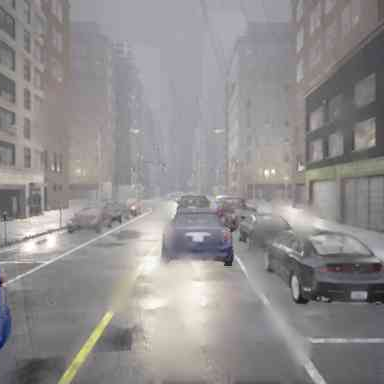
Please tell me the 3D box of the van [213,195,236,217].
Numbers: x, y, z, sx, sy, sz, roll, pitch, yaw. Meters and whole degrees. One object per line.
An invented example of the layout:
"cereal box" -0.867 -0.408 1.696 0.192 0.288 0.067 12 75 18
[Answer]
"van" 2.870 1.236 29.968 1.690 1.788 3.998 0 0 0

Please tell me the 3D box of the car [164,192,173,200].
"car" -6.166 1.179 84.991 1.967 1.590 4.097 0 0 -1

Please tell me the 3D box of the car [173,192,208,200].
"car" 0.107 1.145 22.121 2.150 2.045 5.566 0 0 0

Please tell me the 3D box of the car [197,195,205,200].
"car" 2.358 1.320 85.166 1.802 1.307 4.206 0 0 -1

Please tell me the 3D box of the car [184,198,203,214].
"car" 0.109 1.406 34.134 1.812 1.442 4.674 0 0 -1

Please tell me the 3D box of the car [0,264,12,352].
"car" -3.101 1.216 1.471 2.150 2.045 5.566 0 0 0

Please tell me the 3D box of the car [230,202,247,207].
"car" 2.866 1.499 18.922 1.947 1.339 4.313 0 0 0

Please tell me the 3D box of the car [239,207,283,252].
"car" 2.864 1.503 13.398 2.008 1.369 4.403 0 0 0

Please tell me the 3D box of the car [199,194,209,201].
"car" 2.601 1.206 73.859 1.967 1.590 4.097 0 0 -1

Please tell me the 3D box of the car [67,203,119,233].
"car" -5.660 1.515 18.917 1.802 1.307 4.206 0 0 0

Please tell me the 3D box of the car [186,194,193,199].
"car" -0.702 1.246 94.524 1.994 1.385 4.181 0 0 -1

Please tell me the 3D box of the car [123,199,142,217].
"car" -5.656 1.334 29.967 1.967 1.590 4.097 0 0 0

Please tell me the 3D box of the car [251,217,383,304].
"car" 2.862 1.523 7.875 2.008 1.369 4.403 0 0 0

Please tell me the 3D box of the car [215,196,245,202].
"car" 2.868 1.229 24.445 2.192 1.841 5.009 0 0 0

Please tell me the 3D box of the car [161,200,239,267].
"car" 0.119 1.313 11.418 2.097 1.767 4.553 0 0 -1

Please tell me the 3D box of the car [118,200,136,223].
"car" -5.658 1.479 24.442 1.947 1.339 4.313 0 0 0
